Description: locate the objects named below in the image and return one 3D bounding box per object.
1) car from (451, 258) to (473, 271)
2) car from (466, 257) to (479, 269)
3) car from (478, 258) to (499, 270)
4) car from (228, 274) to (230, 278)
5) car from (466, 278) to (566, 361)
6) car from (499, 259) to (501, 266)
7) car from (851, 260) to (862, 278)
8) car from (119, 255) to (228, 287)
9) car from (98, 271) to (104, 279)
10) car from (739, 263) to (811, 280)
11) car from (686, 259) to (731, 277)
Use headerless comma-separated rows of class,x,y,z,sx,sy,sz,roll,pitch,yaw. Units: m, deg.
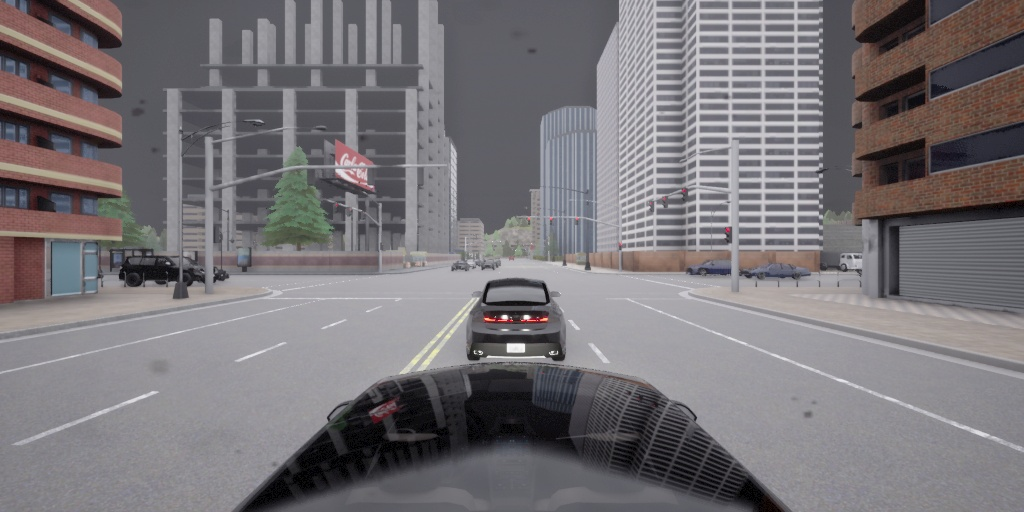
car,-6.859,1.314,47.979,1.994,1.385,4.181,0,0,0
car,-6.807,1.275,56.725,1.812,1.442,4.674,0,0,0
car,-3.339,1.254,51.530,1.837,1.490,4.892,0,0,0
car,-24.285,1.314,27.515,4.181,1.385,1.994,0,0,0
car,0.095,1.255,8.268,1.837,1.490,4.892,0,0,1
car,-3.274,1.227,60.977,1.882,1.535,5.008,0,0,1
car,32.745,1.314,31.217,4.181,1.385,1.994,0,0,0
car,-22.808,0.972,24.015,5.566,2.045,2.150,0,0,0
car,-34.871,1.297,27.514,5.357,1.411,2.033,0,0,0
car,22.812,1.297,31.229,5.357,1.411,2.033,0,0,0
car,19.388,1.104,34.728,4.553,1.767,2.097,0,0,0
